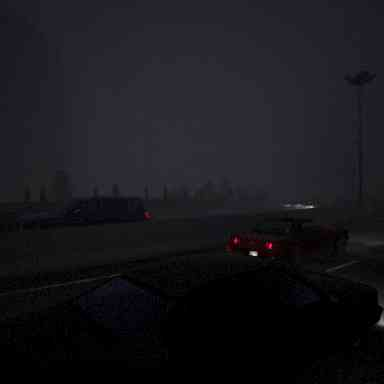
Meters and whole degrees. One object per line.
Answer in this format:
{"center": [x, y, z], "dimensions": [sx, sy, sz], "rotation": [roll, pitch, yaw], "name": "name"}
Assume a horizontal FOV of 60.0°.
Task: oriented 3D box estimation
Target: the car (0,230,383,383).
{"center": [0.373, 1.534, 4.216], "dimensions": [5.357, 1.411, 2.033], "rotation": [-1, 0, -38], "name": "car"}

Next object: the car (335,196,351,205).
{"center": [21.970, 1.262, 48.345], "dimensions": [1.994, 1.385, 4.181], "rotation": [0, 0, 25], "name": "car"}

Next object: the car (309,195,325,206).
{"center": [18.551, 1.214, 49.294], "dimensions": [2.128, 1.511, 4.902], "rotation": [0, 0, 25], "name": "car"}

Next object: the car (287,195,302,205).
{"center": [16.362, 1.253, 52.922], "dimensions": [1.812, 1.442, 4.674], "rotation": [0, 0, 23], "name": "car"}

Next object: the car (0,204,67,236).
{"center": [-9.841, 1.529, 18.711], "dimensions": [4.892, 1.490, 1.837], "rotation": [-1, 0, -39], "name": "car"}

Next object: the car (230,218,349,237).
{"center": [3.514, 1.544, 11.379], "dimensions": [4.718, 1.301, 1.895], "rotation": [-1, 0, -41], "name": "car"}

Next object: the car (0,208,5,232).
{"center": [-8.914, 1.553, 15.008], "dimensions": [4.674, 1.442, 1.812], "rotation": [-1, 0, -38], "name": "car"}

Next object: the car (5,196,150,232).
{"center": [-4.423, 1.218, 14.053], "dimensions": [5.566, 2.045, 2.150], "rotation": [-1, 0, -39], "name": "car"}
